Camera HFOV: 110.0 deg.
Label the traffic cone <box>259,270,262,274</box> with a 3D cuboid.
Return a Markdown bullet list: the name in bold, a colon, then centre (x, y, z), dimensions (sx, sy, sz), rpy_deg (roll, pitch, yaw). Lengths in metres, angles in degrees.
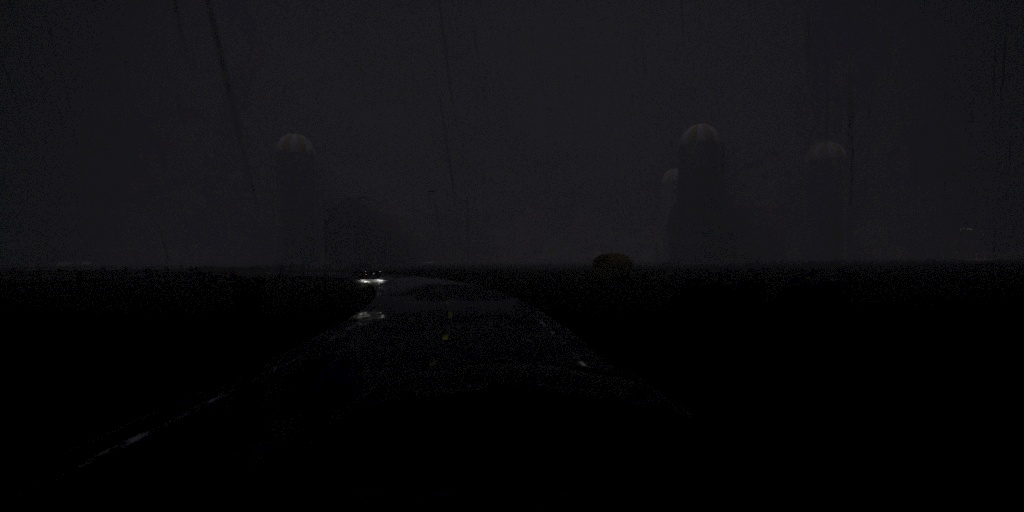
- **traffic cone**: centre (-33.682, 2.117, 48.004), dimensions (0.340, 0.580, 0.340), rpy_deg (0, 0, 22)

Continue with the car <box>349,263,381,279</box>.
- **car**: centre (-14.317, 1.400, 34.867), dimensions (1.837, 1.490, 4.892), rpy_deg (0, 0, -41)
